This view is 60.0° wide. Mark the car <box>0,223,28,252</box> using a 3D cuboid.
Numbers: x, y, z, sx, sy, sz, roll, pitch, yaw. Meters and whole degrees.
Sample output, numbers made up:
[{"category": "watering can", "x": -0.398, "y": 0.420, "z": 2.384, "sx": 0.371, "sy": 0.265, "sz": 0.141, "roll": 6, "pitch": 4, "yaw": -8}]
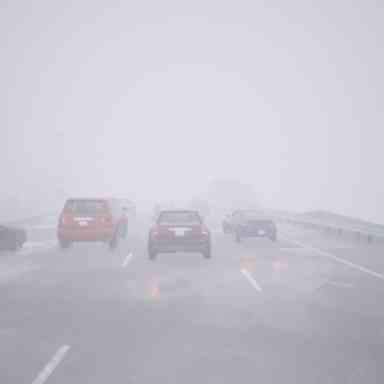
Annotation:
[{"category": "car", "x": -7.366, "y": 1.550, "z": 10.905, "sx": 2.033, "sy": 1.411, "sz": 5.357, "roll": 0, "pitch": 0, "yaw": -4}]

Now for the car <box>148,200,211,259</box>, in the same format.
[{"category": "car", "x": -0.524, "y": 1.345, "z": 12.802, "sx": 2.097, "sy": 1.767, "sz": 4.553, "roll": 0, "pitch": 0, "yaw": -4}]

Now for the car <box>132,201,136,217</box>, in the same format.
[{"category": "car", "x": -6.314, "y": 1.342, "z": 31.096, "sx": 2.097, "sy": 1.767, "sz": 4.553, "roll": 0, "pitch": 0, "yaw": -10}]

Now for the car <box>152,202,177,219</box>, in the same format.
[{"category": "car", "x": -2.552, "y": 1.587, "z": 30.019, "sx": 1.895, "sy": 1.301, "sz": 4.718, "roll": 0, "pitch": 0, "yaw": -9}]

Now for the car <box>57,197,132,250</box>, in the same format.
[{"category": "car", "x": -4.143, "y": 1.217, "z": 14.617, "sx": 2.150, "sy": 2.045, "sz": 5.566, "roll": 0, "pitch": 0, "yaw": -5}]

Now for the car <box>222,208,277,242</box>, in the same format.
[{"category": "car", "x": 2.714, "y": 1.513, "z": 16.244, "sx": 1.812, "sy": 1.442, "sz": 4.674, "roll": 0, "pitch": 0, "yaw": -5}]

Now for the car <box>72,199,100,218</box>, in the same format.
[{"category": "car", "x": -9.869, "y": 1.499, "z": 31.196, "sx": 1.837, "sy": 1.490, "sz": 4.892, "roll": 0, "pitch": 0, "yaw": -10}]
